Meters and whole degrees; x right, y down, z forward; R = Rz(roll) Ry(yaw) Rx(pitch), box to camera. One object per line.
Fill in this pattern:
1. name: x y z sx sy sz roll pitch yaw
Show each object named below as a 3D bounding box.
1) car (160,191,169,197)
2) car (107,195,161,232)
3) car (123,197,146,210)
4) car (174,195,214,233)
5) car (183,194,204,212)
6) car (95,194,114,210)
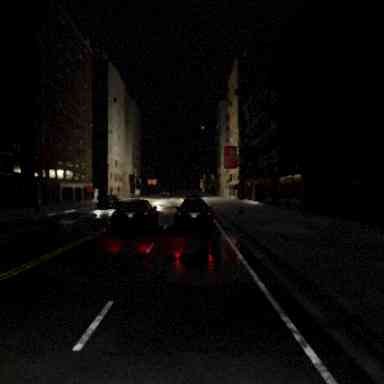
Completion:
1. car: -6.443 0.505 78.987 2.097 1.767 4.553 0 0 0
2. car: -3.139 1.224 19.075 2.097 1.767 4.553 0 0 0
3. car: -6.565 1.316 38.536 1.994 1.385 4.181 0 0 0
4. car: 0.111 1.224 18.986 2.097 1.767 4.553 0 0 0
5. car: 0.126 1.118 36.095 2.097 1.767 4.553 0 0 0
6. car: -9.814 1.101 39.098 2.097 1.767 4.553 0 0 0
